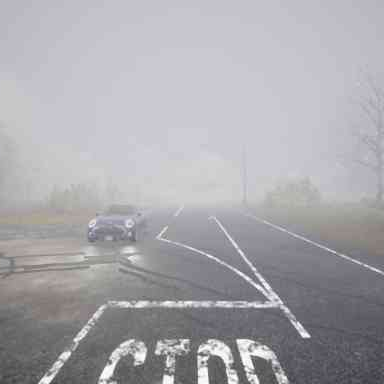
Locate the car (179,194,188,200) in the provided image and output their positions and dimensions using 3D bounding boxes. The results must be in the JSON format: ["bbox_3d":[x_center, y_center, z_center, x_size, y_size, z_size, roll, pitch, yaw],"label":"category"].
[{"bbox_3d":[-2.152,1.392,87.804,2.128,1.511,4.902,0,0,7],"label":"car"}]

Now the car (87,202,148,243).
[{"bbox_3d":[-3.402,1.332,15.927,2.097,1.767,4.553,0,0,1],"label":"car"}]
